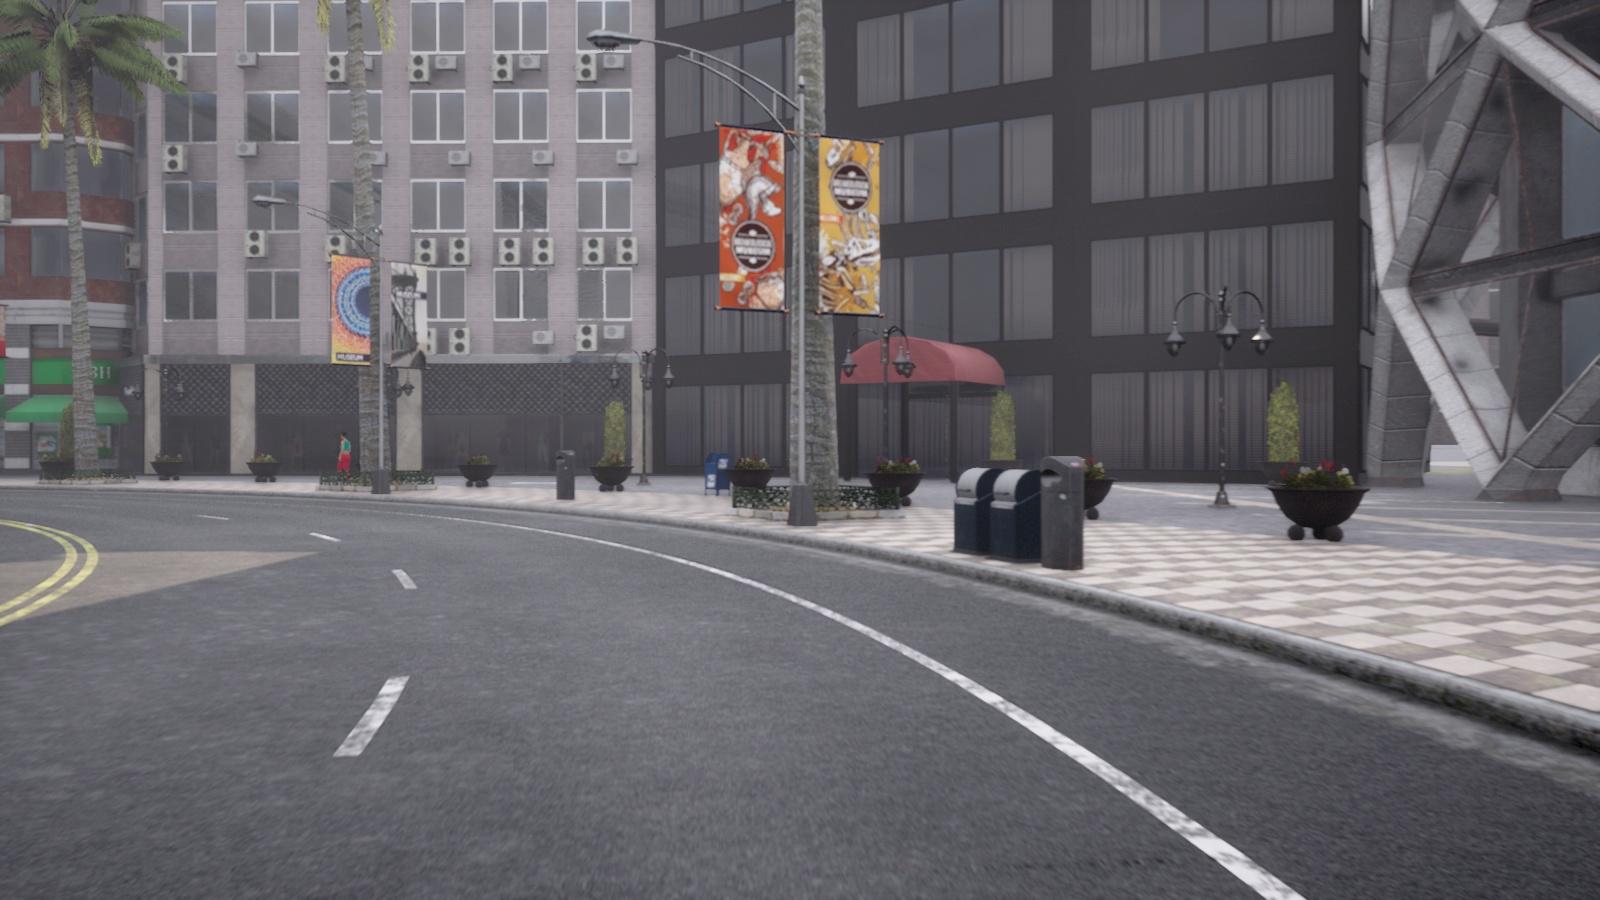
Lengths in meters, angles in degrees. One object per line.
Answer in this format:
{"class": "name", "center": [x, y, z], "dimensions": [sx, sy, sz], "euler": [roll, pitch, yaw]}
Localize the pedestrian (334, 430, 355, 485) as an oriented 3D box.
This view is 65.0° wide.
{"class": "pedestrian", "center": [-15.263, 0.243, 42.096], "dimensions": [0.594, 1.836, 0.345], "euler": [0, 0, 26]}
